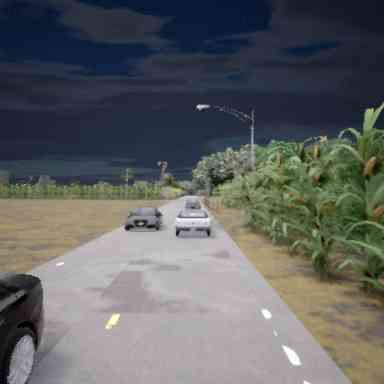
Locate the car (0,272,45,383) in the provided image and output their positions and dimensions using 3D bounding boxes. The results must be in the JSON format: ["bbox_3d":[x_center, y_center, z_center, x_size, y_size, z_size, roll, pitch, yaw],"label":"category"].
[{"bbox_3d":[-2.837,1.478,2.283,1.882,1.535,5.008,0,0,0],"label":"car"}]

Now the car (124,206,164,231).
[{"bbox_3d":[-2.818,1.563,20.309,1.994,1.385,4.181,0,0,0],"label":"car"}]

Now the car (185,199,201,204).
[{"bbox_3d":[0.107,1.545,40.465,2.033,1.411,5.357,0,0,0],"label":"car"}]

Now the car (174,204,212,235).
[{"bbox_3d":[0.064,1.599,18.723,1.895,1.301,4.718,0,0,0],"label":"car"}]
